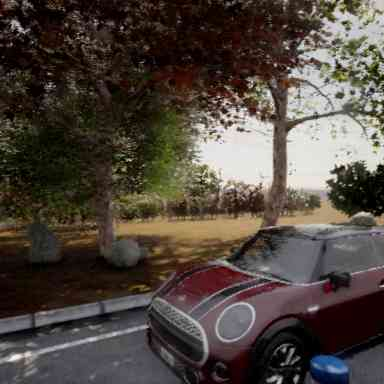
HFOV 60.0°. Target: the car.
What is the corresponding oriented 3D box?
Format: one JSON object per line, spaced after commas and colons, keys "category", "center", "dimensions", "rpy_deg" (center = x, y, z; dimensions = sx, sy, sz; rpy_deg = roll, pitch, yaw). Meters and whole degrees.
{"category": "car", "center": [1.629, 1.315, 5.042], "dimensions": [4.553, 1.767, 2.097], "rpy_deg": [0, 1, -31]}
